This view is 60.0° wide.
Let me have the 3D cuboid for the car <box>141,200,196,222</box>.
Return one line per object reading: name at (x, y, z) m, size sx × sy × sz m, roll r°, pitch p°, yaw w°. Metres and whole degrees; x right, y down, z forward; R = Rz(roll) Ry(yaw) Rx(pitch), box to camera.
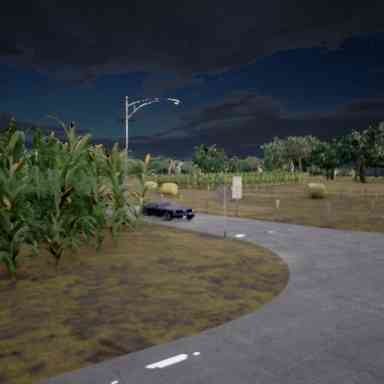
car at (-1.736, 1.235, 22.810) m, size 1.895 × 1.301 × 4.718 m, roll 0°, pitch 1°, yaw -35°
